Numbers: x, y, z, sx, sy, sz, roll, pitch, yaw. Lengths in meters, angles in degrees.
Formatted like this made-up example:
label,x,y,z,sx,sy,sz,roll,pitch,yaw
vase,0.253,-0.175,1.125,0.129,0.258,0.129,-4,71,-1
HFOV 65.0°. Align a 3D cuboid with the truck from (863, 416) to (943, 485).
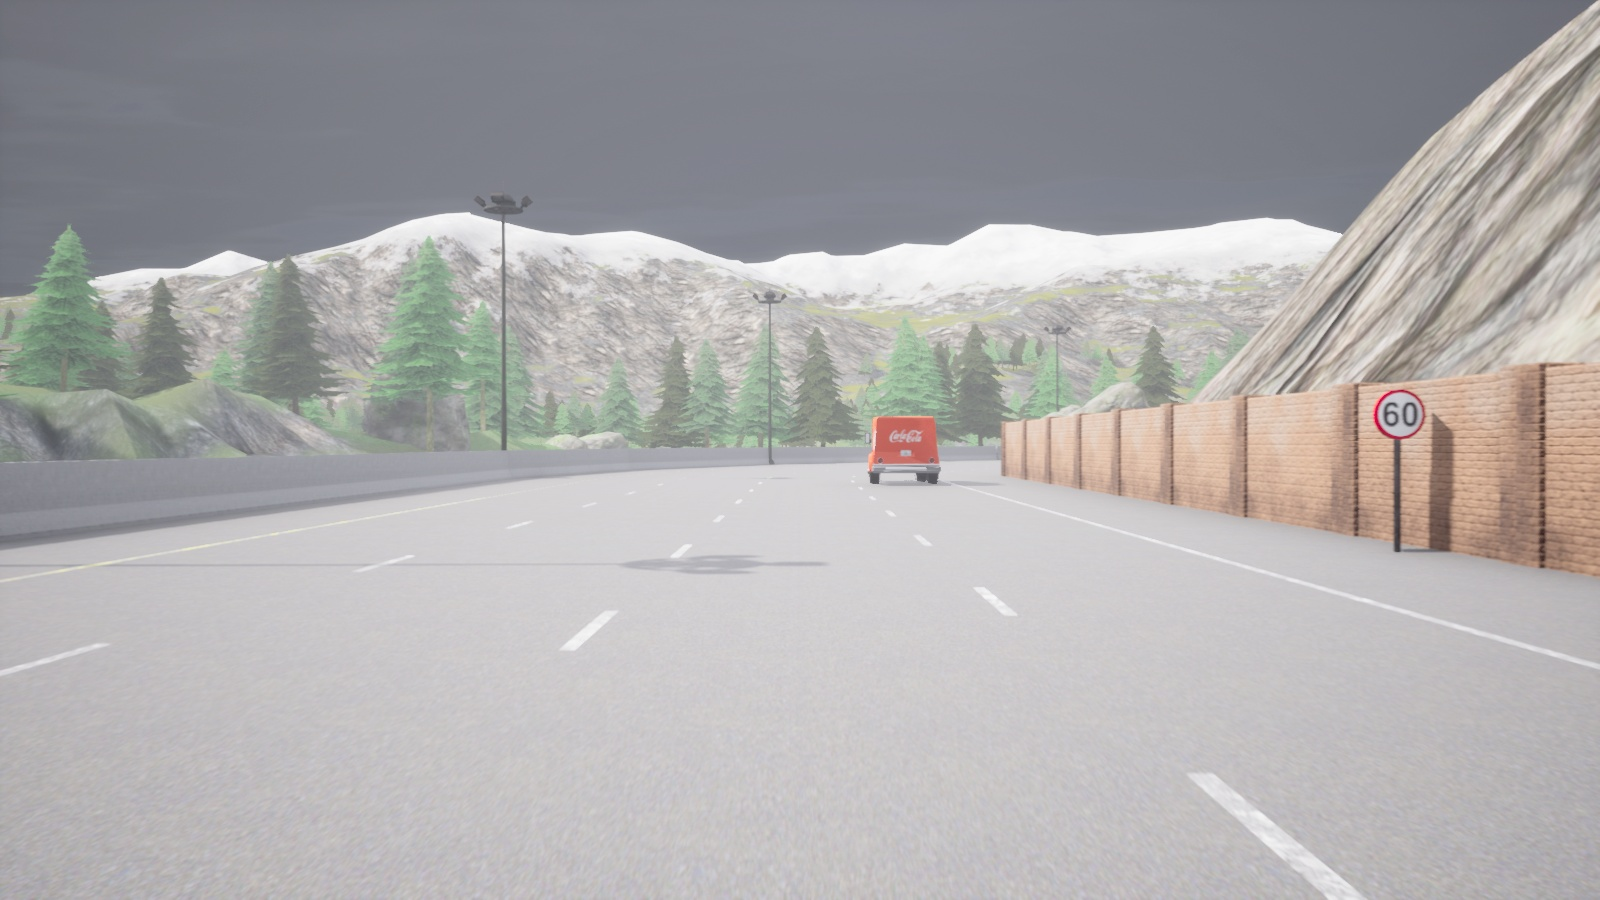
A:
label,x,y,z,sx,sy,sz,roll,pitch,yaw
truck,3.782,-0.003,47.175,2.627,2.467,5.204,0,0,0
